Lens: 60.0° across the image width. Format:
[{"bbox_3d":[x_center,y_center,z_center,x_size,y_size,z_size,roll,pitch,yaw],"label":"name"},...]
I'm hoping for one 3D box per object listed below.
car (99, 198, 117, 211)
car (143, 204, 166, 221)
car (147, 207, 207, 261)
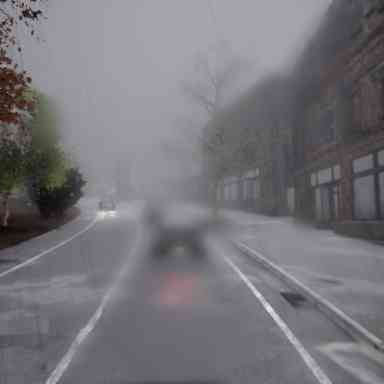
[{"bbox_3d":[-10.737,1.544,42.205,2.128,1.511,4.902,2,-1,-21],"label":"car"},{"bbox_3d":[-3.069,1.667,28.278,1.994,1.385,4.181,1,-1,-12],"label":"car"},{"bbox_3d":[-0.568,1.541,12.499,1.837,1.490,4.892,1,0,-5],"label":"car"}]
